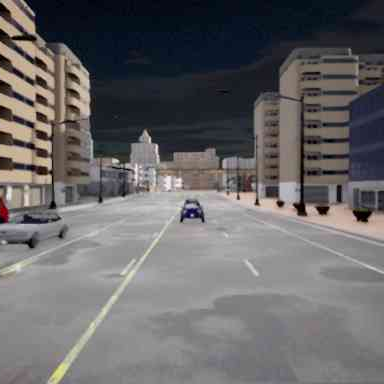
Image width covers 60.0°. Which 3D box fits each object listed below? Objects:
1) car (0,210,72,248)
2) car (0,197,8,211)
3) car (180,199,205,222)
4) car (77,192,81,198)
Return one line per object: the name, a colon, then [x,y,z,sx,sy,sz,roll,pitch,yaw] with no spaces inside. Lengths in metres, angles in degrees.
car: [-7.103,1.592,14.789,1.895,1.301,4.718,0,0,0]
car: [-10.606,1.218,15.179,2.150,2.045,5.566,0,0,0]
car: [0.033,1.503,26.082,1.812,1.442,4.674,0,0,0]
car: [-26.051,0.569,73.419,1.970,1.475,3.806,0,2,0]
